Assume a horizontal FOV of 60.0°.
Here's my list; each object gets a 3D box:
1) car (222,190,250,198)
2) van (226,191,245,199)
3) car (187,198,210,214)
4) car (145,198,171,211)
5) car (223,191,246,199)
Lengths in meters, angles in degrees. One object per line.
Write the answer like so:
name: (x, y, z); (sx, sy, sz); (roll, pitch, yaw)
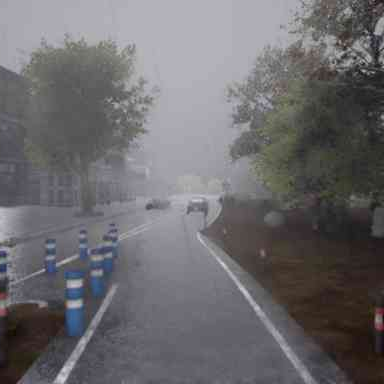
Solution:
car: (10.346, 0.658, 74.970); (5.566, 2.045, 2.435); (1, -1, -16)
van: (11.307, 0.812, 86.799); (4.442, 1.987, 1.878); (1, -1, -16)
car: (0.615, 1.243, 30.987); (1.812, 1.442, 4.674); (0, 1, 6)
car: (-3.478, 1.277, 34.576); (1.895, 1.301, 4.718); (0, 1, 6)
car: (11.447, 0.814, 89.723); (5.566, 2.045, 2.435); (1, -1, -16)
